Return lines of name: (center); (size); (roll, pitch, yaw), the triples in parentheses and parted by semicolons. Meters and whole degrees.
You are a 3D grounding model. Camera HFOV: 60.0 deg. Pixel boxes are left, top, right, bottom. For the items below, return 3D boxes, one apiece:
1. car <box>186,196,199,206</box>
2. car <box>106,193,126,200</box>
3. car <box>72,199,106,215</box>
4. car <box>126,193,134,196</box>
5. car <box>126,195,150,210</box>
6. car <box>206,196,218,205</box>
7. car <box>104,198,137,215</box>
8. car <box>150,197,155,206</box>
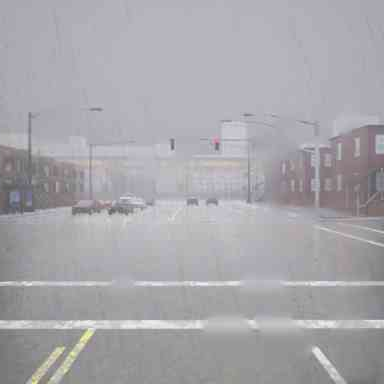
car: (0.081, 1.477, 56.335); (1.882, 1.535, 5.008); (0, 0, 0)
car: (-10.609, 1.352, 44.019); (2.097, 1.767, 4.553); (0, 0, 0)
car: (-10.611, 1.478, 33.853); (1.882, 1.535, 5.008); (0, 0, 0)
car: (-10.604, 1.221, 54.576); (2.150, 2.045, 5.566); (0, 0, -1)
car: (-7.104, 1.526, 43.626); (1.812, 1.442, 4.674); (0, 0, 0)
car: (3.477, 1.505, 58.450); (1.837, 1.490, 4.892); (0, 0, 0)
car: (-7.109, 1.601, 33.628); (1.895, 1.301, 4.718); (0, 0, 0)
car: (-7.098, 1.547, 53.908); (2.033, 1.411, 5.357); (0, 0, 1)
